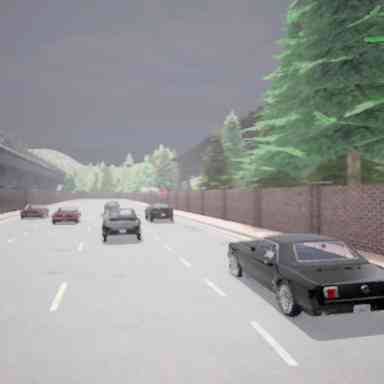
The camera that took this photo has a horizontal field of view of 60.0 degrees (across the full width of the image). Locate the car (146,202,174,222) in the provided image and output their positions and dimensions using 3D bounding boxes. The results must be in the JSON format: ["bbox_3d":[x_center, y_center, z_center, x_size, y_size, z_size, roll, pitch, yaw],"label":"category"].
[{"bbox_3d":[-2.812,1.607,27.875,1.882,1.535,5.008,-1,0,-15],"label":"car"}]

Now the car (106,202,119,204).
[{"bbox_3d":[-8.794,1.771,36.802,2.033,1.411,5.357,-1,0,-15],"label":"car"}]

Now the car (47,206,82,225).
[{"bbox_3d":[-9.825,1.798,26.265,1.895,1.301,4.718,-1,0,-15],"label":"car"}]

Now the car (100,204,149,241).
[{"bbox_3d":[-3.746,1.594,17.503,2.128,1.511,4.902,-1,0,-14],"label":"car"}]

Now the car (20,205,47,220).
[{"bbox_3d":[-14.842,1.869,31.599,1.895,1.301,4.718,-1,0,-15],"label":"car"}]

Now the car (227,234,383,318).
[{"bbox_3d":[2.296,1.604,7.511,1.895,1.301,4.718,-1,0,-11],"label":"car"}]
